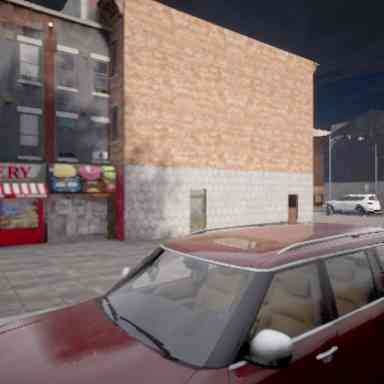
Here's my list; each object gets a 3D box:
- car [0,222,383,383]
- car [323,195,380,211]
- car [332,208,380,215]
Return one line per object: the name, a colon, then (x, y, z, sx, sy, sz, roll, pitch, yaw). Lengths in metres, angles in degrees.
car: (0.508, 1.313, 3.172, 5.009, 1.841, 2.192, 0, 0, -36)
car: (16.769, 1.311, 35.179, 2.150, 2.045, 5.566, 0, 0, -36)
car: (5.076, 1.308, 6.432, 5.009, 1.841, 2.192, 0, 0, -36)
